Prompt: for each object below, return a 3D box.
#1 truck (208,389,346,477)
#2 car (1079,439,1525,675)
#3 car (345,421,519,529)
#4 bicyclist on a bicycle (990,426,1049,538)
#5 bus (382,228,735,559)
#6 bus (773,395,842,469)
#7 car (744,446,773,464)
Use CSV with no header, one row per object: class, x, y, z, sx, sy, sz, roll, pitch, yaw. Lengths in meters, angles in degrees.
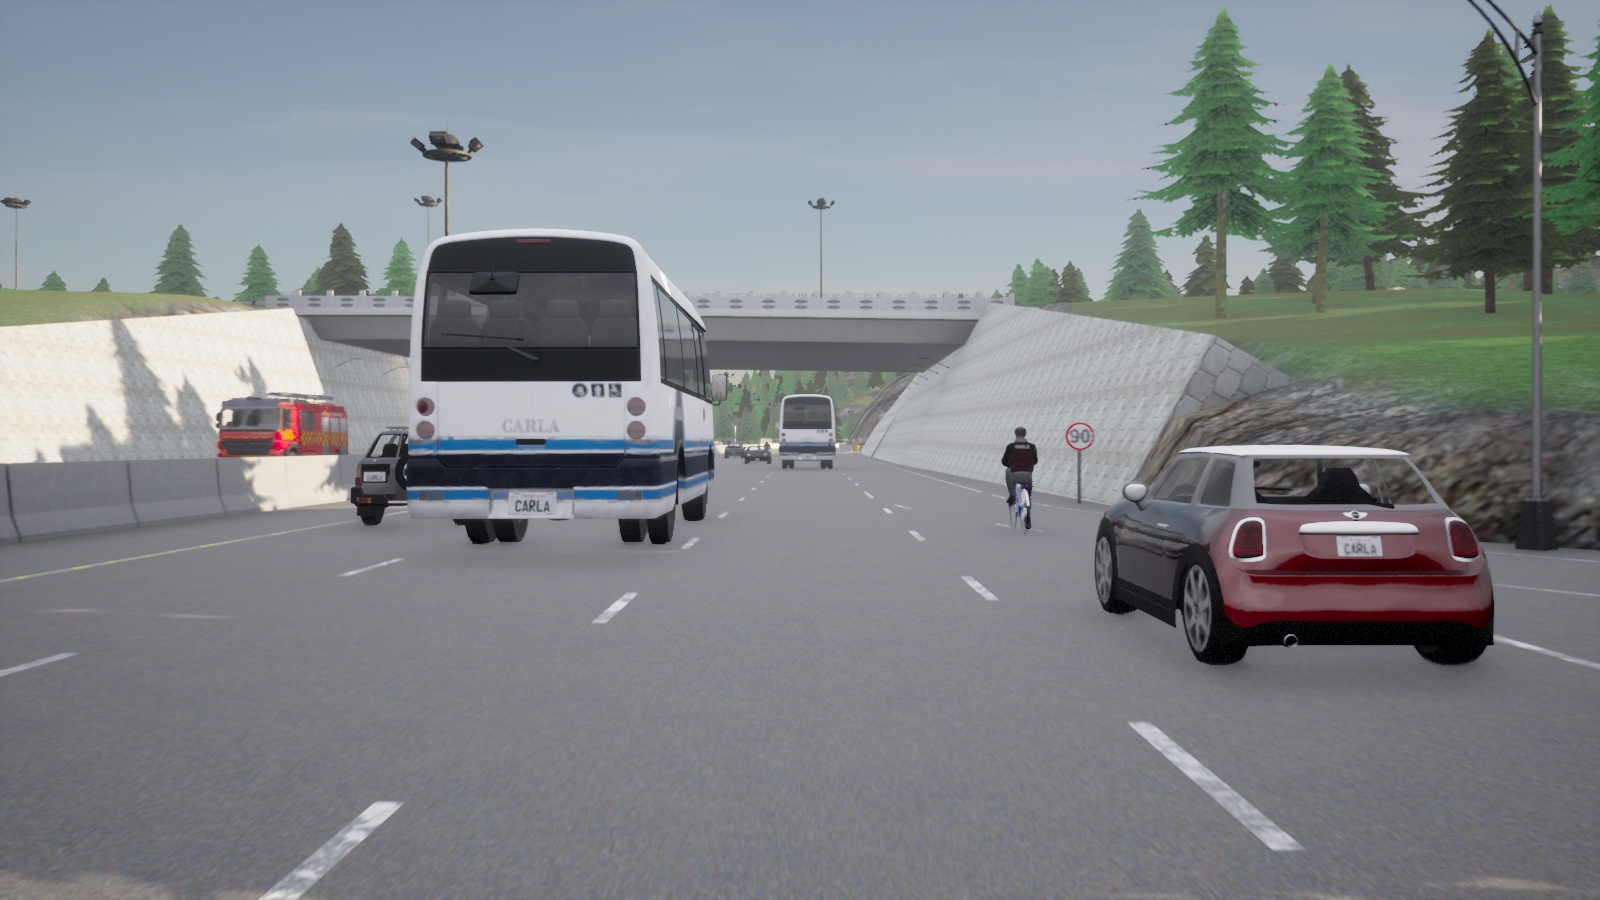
truck,-24.151,-0.768,58.569,2.891,3.827,8.468,0,0,0
car,3.571,0.660,9.783,1.970,1.475,3.806,0,0,0
car,-6.849,0.423,23.896,1.932,1.855,4.605,0,0,0
bicyclist on a bicycle,3.634,0.502,20.901,0.659,1.776,1.843,0,1,0
bus,-3.363,-0.752,21.262,3.944,4.253,10.273,0,0,0
bus,0.453,-1.062,76.643,3.944,4.253,10.273,0,0,0
car,-2.972,0.336,90.166,1.895,1.301,4.718,0,0,0
